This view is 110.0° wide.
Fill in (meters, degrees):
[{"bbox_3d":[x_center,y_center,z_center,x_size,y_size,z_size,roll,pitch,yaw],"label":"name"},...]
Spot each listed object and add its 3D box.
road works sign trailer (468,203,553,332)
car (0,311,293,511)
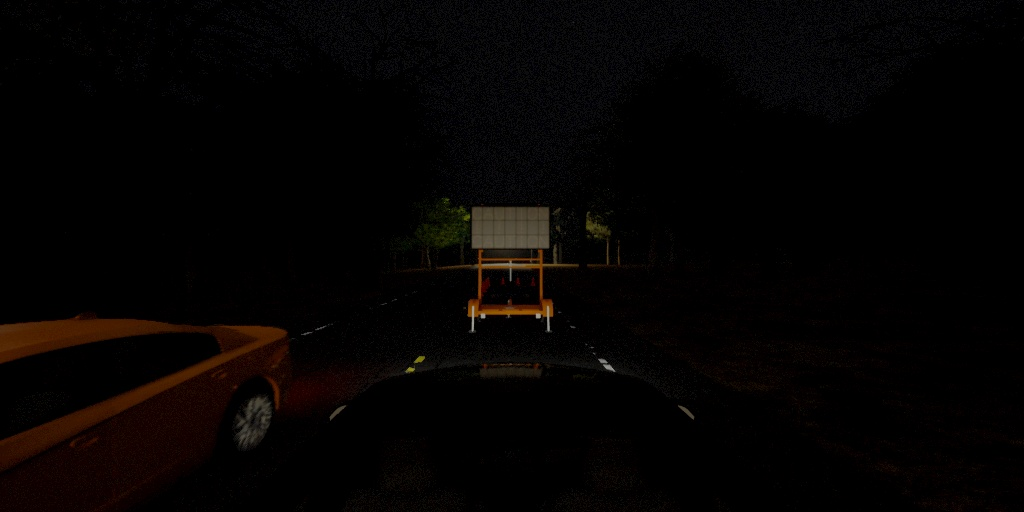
[{"bbox_3d":[-0.043,0.214,10.838,2.380,3.560,2.880,0,0,0],"label":"road works sign trailer"},{"bbox_3d":[-3.501,1.228,2.134,1.882,1.535,5.008,0,0,0],"label":"car"}]
